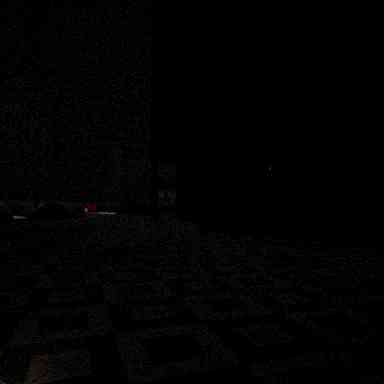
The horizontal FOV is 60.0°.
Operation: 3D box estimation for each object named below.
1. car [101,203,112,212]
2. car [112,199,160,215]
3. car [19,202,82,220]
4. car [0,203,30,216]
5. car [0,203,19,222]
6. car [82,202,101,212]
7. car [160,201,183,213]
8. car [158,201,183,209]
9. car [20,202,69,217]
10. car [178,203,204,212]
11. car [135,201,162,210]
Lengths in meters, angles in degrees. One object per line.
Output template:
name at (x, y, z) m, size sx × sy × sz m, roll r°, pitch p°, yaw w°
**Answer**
car at (-9.665, 2.048, 45.849) m, size 1.812 × 1.442 × 4.674 m, roll 0°, pitch -1°, yaw 36°
car at (-6.660, 1.792, 40.015) m, size 2.192 × 1.841 × 5.009 m, roll -1°, pitch -2°, yaw 35°
car at (-13.112, 1.824, 30.956) m, size 1.752 × 1.417 × 4.829 m, roll -1°, pitch -2°, yaw 35°
car at (-20.147, 1.842, 35.772) m, size 2.008 × 1.369 × 4.403 m, roll -1°, pitch -1°, yaw 35°
car at (-16.486, 1.775, 26.222) m, size 1.947 × 1.339 × 4.313 m, roll -1°, pitch -2°, yaw 35°
car at (-13.596, 2.016, 44.963) m, size 1.887 × 1.381 × 4.507 m, roll -1°, pitch -2°, yaw 35°
car at (-3.383, 2.114, 44.604) m, size 1.887 × 1.381 × 4.507 m, roll -1°, pitch -2°, yaw 35°
car at (-3.770, 2.306, 58.748) m, size 2.008 × 1.369 × 4.403 m, roll -1°, pitch -2°, yaw 35°
car at (-16.181, 1.867, 36.728) m, size 1.812 × 1.442 × 4.674 m, roll 0°, pitch -1°, yaw 36°
car at (-0.103, 2.246, 49.204) m, size 1.802 × 1.307 × 4.206 m, roll -1°, pitch -2°, yaw 36°
car at (-7.045, 2.210, 54.153) m, size 2.008 × 1.369 × 4.403 m, roll -1°, pitch -2°, yaw 35°
